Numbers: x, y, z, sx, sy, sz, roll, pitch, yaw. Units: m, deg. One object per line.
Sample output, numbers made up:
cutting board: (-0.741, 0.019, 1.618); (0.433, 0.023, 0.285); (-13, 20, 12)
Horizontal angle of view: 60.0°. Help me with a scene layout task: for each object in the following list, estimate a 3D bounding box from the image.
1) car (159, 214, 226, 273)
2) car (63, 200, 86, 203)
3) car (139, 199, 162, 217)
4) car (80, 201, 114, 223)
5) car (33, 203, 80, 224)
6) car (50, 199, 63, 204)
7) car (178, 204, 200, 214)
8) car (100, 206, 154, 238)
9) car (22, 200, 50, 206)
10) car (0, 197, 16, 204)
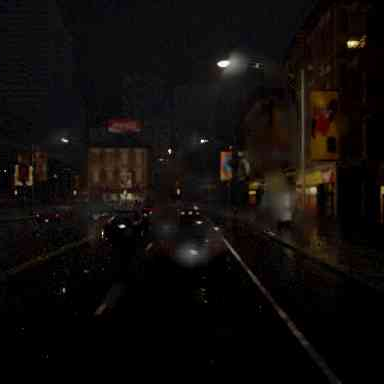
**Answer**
car: (-0.002, 1.667, 11.111); (1.994, 1.385, 4.181); (0, 0, 0)
car: (-24.548, 2.250, 71.004); (4.718, 1.301, 1.895); (0, -1, 29)
car: (-4.275, 1.822, 34.689); (1.837, 1.490, 4.892); (0, -1, -8)
car: (-7.479, 1.749, 27.945); (2.128, 1.511, 4.902); (0, -1, -2)
car: (-10.856, 1.851, 27.005); (1.895, 1.301, 4.718); (0, -1, -1)
car: (-29.870, 2.196, 73.130); (4.674, 1.452, 2.002); (0, -1, 19)
car: (-0.259, 1.818, 29.808); (2.033, 1.411, 5.357); (0, -1, -3)
car: (-3.555, 1.738, 18.886); (1.994, 1.385, 4.181); (0, 0, 0)
car: (-29.477, 2.068, 62.094); (4.718, 1.301, 1.895); (0, -1, 27)
car: (-34.078, 1.532, 60.258); (4.553, 1.767, 2.097); (0, -1, 21)
